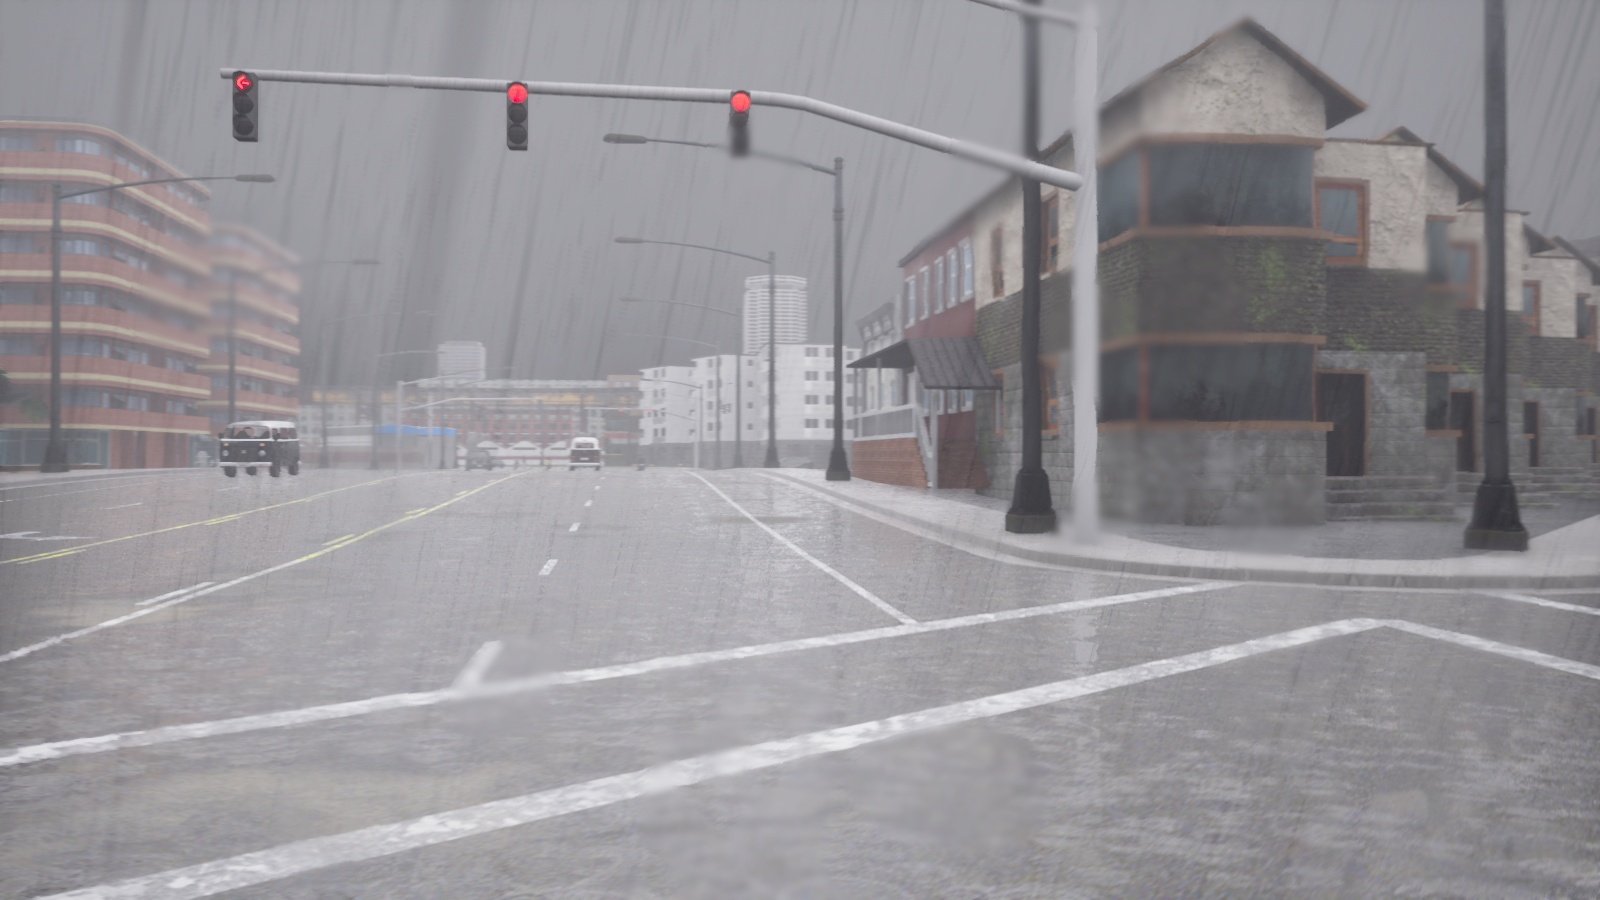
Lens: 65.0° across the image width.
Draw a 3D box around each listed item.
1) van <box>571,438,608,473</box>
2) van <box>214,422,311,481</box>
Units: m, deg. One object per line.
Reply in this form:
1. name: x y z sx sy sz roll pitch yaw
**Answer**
1. van: -12.648 0.365 75.615 2.069 2.038 4.480 0 -1 -7
2. van: -19.345 0.028 45.426 2.069 2.038 4.480 0 1 -7
